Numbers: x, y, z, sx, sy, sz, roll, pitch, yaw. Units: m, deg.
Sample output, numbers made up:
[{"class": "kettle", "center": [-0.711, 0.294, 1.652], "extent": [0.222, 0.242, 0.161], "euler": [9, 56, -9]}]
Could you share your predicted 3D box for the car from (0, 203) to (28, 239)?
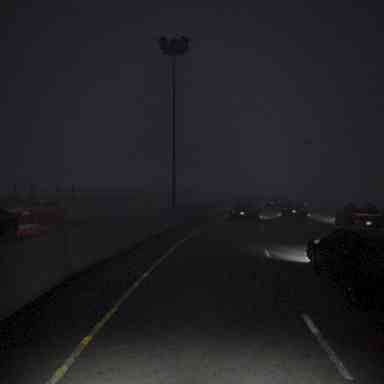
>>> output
[{"class": "car", "center": [-9.340, 1.398, 13.822], "extent": [1.837, 1.490, 4.892], "euler": [0, 0, 9]}]

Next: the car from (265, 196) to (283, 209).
[{"class": "car", "center": [10.441, 1.279, 41.118], "extent": [2.163, 1.488, 4.792], "euler": [0, 0, 26]}]

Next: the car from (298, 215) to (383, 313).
[{"class": "car", "center": [4.089, 1.511, 7.549], "extent": [2.033, 1.411, 5.357], "euler": [0, 0, 6]}]

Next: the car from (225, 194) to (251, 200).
[{"class": "car", "center": [6.909, 1.264, 49.656], "extent": [2.033, 1.411, 5.357], "euler": [0, 0, 30]}]

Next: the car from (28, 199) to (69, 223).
[{"class": "car", "center": [-10.939, 1.307, 23.880], "extent": [1.882, 1.535, 5.008], "euler": [0, 0, 14]}]

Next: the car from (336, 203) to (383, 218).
[{"class": "car", "center": [9.819, 1.395, 19.731], "extent": [2.128, 1.511, 4.902], "euler": [0, 0, 14]}]

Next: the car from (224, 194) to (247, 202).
[{"class": "car", "center": [8.470, 1.208, 64.540], "extent": [2.033, 1.411, 5.357], "euler": [0, 0, 38]}]

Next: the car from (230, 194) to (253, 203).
[{"class": "car", "center": [8.828, 1.141, 59.129], "extent": [1.882, 1.535, 5.008], "euler": [0, 0, 36]}]

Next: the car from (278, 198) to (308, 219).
[{"class": "car", "center": [8.271, 1.421, 26.874], "extent": [1.994, 1.385, 4.181], "euler": [0, 0, 18]}]

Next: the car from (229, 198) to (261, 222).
[{"class": "car", "center": [4.009, 1.423, 24.855], "extent": [1.994, 1.385, 4.181], "euler": [0, 0, 16]}]
